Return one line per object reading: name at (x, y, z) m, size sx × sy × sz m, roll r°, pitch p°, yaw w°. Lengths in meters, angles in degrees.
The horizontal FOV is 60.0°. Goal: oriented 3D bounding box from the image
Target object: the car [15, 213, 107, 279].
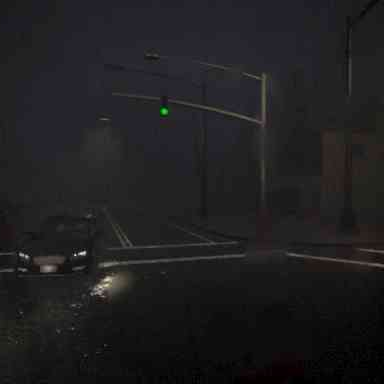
car at (-3.698, 1.447, 10.129) m, size 2.128 × 1.511 × 4.902 m, roll 0°, pitch 2°, yaw -9°
